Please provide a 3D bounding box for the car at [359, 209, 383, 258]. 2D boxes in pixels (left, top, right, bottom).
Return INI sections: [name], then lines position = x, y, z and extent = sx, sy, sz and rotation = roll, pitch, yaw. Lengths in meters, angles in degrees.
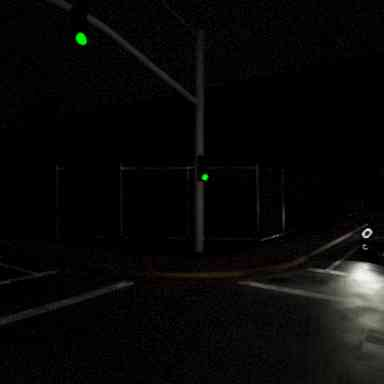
[car]
position = 7.625, 1.388, 12.153
extent = 2.097, 1.767, 4.553
rotation = 0, 0, 37
